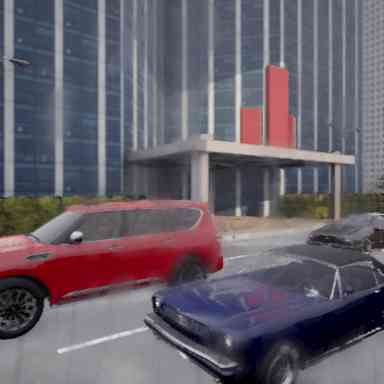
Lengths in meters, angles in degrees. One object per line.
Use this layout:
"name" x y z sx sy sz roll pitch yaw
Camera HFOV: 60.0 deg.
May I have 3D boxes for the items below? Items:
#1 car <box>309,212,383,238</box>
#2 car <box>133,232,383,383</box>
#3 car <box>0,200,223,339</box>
"car" 6.872 1.532 13.158 5.357 1.411 2.033 0 0 -35
"car" 1.697 1.596 5.174 4.718 1.301 1.895 0 0 -35
"car" -1.874 1.220 6.929 5.566 2.045 2.150 0 0 -35
